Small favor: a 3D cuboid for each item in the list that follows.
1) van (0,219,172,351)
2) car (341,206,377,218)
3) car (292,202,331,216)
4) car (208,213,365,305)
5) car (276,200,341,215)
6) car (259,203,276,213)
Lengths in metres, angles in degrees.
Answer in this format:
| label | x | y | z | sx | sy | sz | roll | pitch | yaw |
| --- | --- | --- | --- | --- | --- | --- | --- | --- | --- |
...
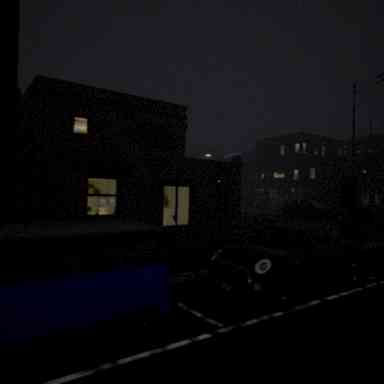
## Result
| label | x | y | z | sx | sy | sz | roll | pitch | yaw |
| --- | --- | --- | --- | --- | --- | --- | --- | --- | --- |
| van | -2.233 | 1.350 | 4.949 | 3.998 | 1.788 | 1.690 | 1 | 1 | -36 |
| car | 17.704 | 2.136 | 36.063 | 1.947 | 1.339 | 4.313 | 1 | -1 | -35 |
| car | 14.539 | 2.064 | 40.622 | 1.967 | 1.590 | 4.097 | 1 | -1 | -35 |
| car | 2.359 | 1.502 | 8.229 | 4.097 | 1.590 | 1.967 | 1 | 1 | -36 |
| car | 10.826 | 1.677 | 31.288 | 2.192 | 1.841 | 5.009 | 1 | -1 | -35 |
| car | 11.276 | 2.205 | 45.316 | 1.752 | 1.417 | 4.829 | 1 | -1 | -35 |
